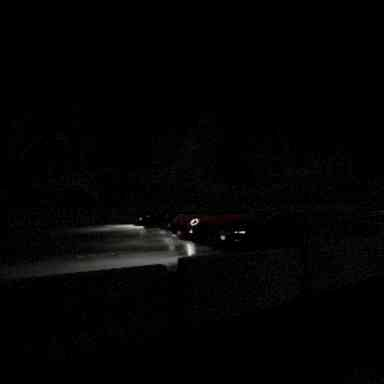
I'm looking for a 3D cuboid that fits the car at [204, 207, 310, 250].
[{"bbox_3d":[3.252,1.603,14.903,4.902,1.511,2.128,1,0,-35],"label":"car"}]

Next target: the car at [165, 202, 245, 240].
[{"bbox_3d":[1.188,1.464,17.729,4.553,1.767,2.097,1,0,-35],"label":"car"}]

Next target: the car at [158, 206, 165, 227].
[{"bbox_3d":[0.448,1.477,21.500,4.553,1.767,2.097,1,0,-35],"label":"car"}]

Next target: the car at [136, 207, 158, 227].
[{"bbox_3d":[-1.918,1.685,24.111,4.181,1.385,1.994,1,0,-35],"label":"car"}]
